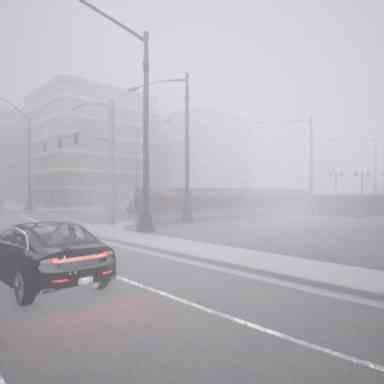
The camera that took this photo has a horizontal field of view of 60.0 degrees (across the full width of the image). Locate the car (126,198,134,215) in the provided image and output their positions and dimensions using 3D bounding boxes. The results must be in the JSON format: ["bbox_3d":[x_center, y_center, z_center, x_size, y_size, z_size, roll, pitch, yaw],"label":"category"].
[{"bbox_3d":[-4.002,1.299,32.107,4.553,1.767,2.097,0,0,-44],"label":"car"}]

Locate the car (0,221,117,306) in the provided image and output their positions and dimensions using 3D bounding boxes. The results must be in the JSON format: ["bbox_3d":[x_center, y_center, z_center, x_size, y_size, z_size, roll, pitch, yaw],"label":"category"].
[{"bbox_3d":[-3.682,1.474,8.120,2.128,1.511,4.902,0,0,-43],"label":"car"}]
